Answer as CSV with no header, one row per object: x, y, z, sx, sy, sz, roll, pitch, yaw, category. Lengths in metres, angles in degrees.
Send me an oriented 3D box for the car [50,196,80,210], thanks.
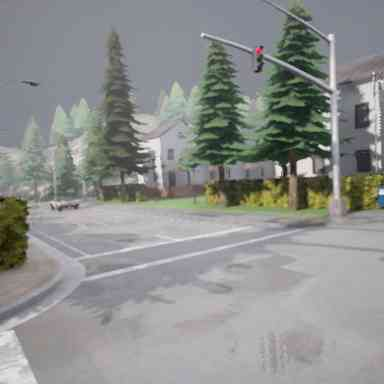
-12.935,1.095,33.596,1.895,1.301,4.718,-5,3,-34,car
